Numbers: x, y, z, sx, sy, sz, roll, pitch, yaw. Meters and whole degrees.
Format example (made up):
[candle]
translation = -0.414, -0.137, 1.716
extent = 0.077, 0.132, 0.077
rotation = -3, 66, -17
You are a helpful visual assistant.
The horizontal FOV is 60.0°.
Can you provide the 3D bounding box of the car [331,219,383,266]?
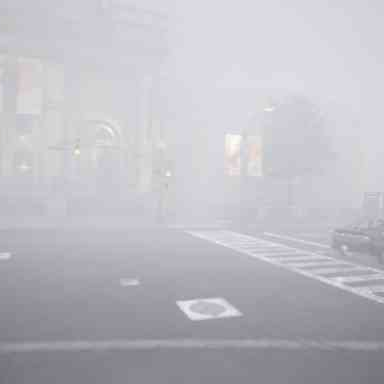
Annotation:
[car]
translation = 7.558, 1.790, 12.626
extent = 4.902, 1.511, 2.128
rotation = 2, -1, -24
